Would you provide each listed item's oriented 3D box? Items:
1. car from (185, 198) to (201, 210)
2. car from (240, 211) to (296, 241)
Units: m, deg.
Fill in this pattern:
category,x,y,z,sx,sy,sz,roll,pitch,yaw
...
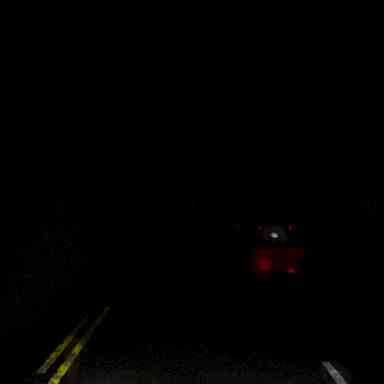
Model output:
category,x,y,z,sx,sy,sz,roll,pitch,yaw
car,0.111,1.442,42.590,1.882,1.535,5.008,0,0,0
car,3.604,1.587,16.654,1.895,1.301,4.718,0,0,0
